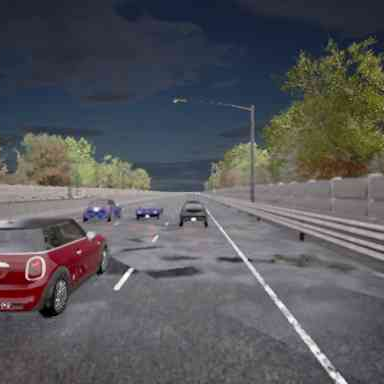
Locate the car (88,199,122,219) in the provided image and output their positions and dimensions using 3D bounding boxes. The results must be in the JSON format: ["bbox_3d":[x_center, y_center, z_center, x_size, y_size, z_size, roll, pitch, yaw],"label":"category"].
[{"bbox_3d":[-6.895,1.316,26.098,2.097,1.767,4.553,0,0,0],"label":"car"}]

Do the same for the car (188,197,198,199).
[{"bbox_3d":[0.110,1.451,41.996,1.837,1.490,4.892,0,0,0],"label":"car"}]

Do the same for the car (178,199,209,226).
[{"bbox_3d":[0.105,1.471,23.380,1.837,1.490,4.892,0,0,0],"label":"car"}]

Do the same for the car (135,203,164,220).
[{"bbox_3d":[-3.393,1.563,27.574,1.895,1.301,4.718,0,0,0],"label":"car"}]

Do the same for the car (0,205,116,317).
[{"bbox_3d":[-3.399,1.340,7.619,2.097,1.767,4.553,0,0,0],"label":"car"}]
